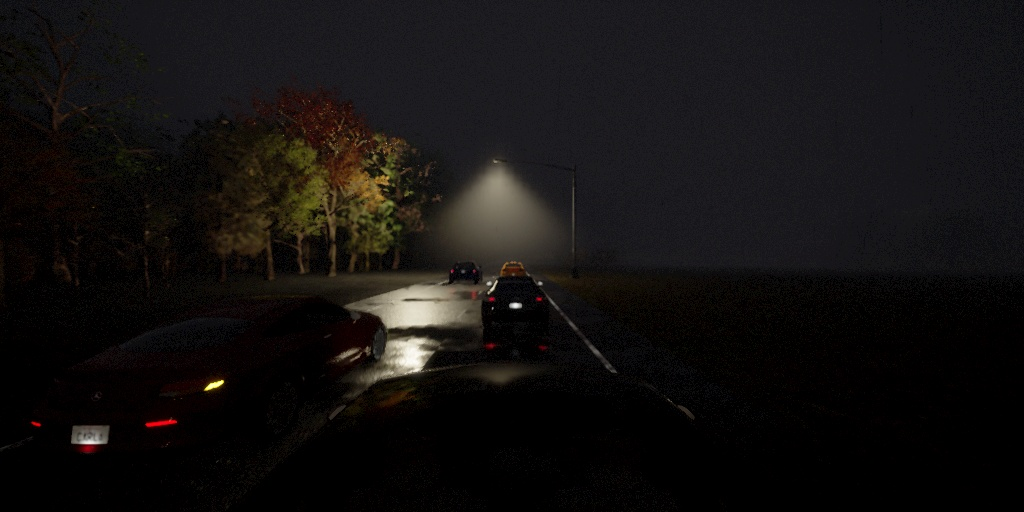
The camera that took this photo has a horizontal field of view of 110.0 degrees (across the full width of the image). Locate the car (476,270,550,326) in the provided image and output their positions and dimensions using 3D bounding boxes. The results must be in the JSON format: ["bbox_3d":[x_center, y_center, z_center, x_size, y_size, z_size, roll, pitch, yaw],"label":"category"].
[{"bbox_3d":[0.099,1.322,11.764,1.994,1.385,4.181,0,0,0],"label":"car"}]

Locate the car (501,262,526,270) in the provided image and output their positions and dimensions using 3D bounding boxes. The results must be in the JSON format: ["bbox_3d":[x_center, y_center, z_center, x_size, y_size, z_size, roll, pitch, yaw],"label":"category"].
[{"bbox_3d":[0.098,1.245,29.006,1.882,1.535,5.008,0,0,0],"label":"car"}]

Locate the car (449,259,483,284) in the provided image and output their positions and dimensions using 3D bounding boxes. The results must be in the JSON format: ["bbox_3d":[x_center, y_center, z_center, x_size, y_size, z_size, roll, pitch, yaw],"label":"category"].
[{"bbox_3d":[-3.401,1.119,27.102,2.097,1.767,4.553,0,0,0],"label":"car"}]

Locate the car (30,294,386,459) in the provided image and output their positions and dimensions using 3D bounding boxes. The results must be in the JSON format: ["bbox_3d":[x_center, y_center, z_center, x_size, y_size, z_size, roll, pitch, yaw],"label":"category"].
[{"bbox_3d":[-3.401,1.279,5.197,1.812,1.442,4.674,0,0,0],"label":"car"}]
